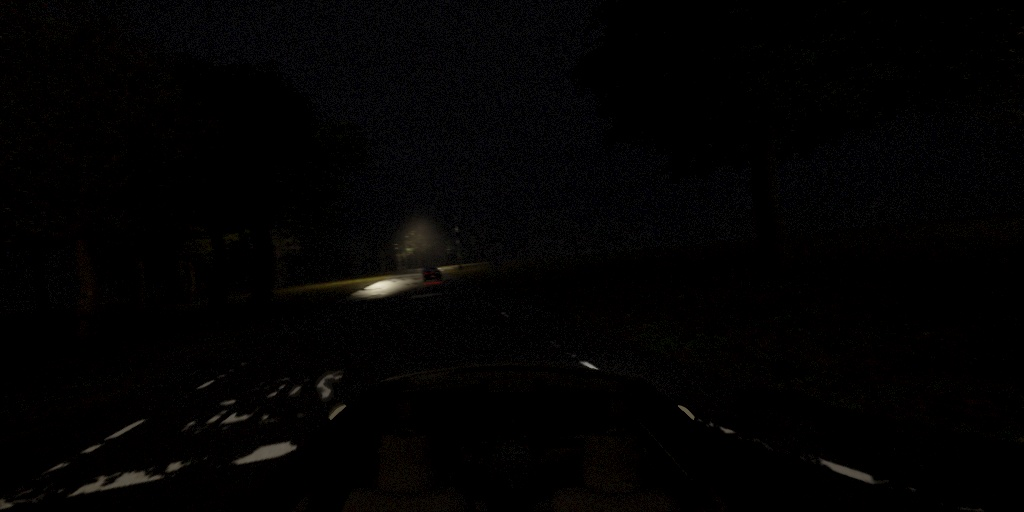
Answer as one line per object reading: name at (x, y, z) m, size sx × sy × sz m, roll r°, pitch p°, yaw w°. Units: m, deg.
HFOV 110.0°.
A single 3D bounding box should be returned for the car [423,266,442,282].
car at (-9.022, 2.053, 40.541) m, size 1.882 × 1.535 × 5.008 m, roll -5°, pitch 0°, yaw -14°
